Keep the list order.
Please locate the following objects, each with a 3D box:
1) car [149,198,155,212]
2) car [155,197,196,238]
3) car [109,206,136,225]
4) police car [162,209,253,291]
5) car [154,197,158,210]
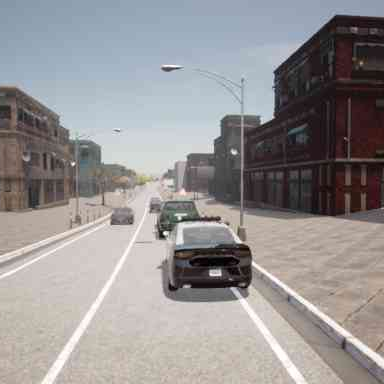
[{"bbox_3d":[-4.942,2.008,46.292,1.837,1.490,4.892,0,-1,-7],"label":"car"},{"bbox_3d":[-0.871,1.471,19.315,2.150,2.045,5.566,0,-2,-7],"label":"car"},{"bbox_3d":[-5.888,2.000,28.571,1.837,1.490,4.892,0,-1,-7],"label":"car"},{"bbox_3d":[0.232,1.481,9.378,1.930,1.638,5.238,0,-1,-6],"label":"police car"},{"bbox_3d":[-1.573,1.628,25.284,2.150,2.045,5.566,0,-1,-7],"label":"car"}]
